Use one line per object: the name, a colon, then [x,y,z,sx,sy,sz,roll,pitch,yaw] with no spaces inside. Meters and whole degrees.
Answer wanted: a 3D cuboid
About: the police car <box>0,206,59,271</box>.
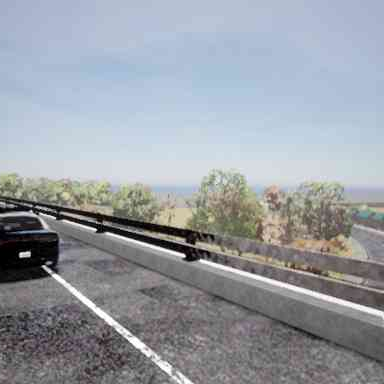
police car: [-5.541,1.260,10.052,1.930,1.638,5.238,0,1,-37]
